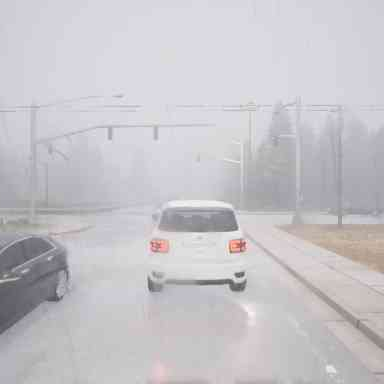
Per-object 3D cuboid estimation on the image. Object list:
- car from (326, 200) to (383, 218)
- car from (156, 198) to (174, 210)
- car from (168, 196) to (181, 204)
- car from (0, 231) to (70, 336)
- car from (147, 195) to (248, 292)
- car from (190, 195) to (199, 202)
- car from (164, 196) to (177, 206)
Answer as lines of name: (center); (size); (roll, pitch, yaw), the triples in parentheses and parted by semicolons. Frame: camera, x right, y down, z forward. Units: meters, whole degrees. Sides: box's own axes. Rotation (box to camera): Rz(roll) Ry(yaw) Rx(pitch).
car: (14.941, 1.518, 30.488); (4.902, 1.511, 2.128); (0, 0, 1)
car: (-3.584, 1.547, 44.939); (2.033, 1.411, 5.357); (0, 0, 0)
car: (-3.422, 1.491, 65.392); (2.128, 1.511, 4.902); (0, 0, 1)
car: (-3.602, 1.500, 5.505); (1.837, 1.490, 4.892); (0, 0, 0)
car: (0.068, 1.218, 9.086); (2.150, 2.045, 5.566); (0, 0, -2)
car: (0.593, 1.525, 81.687); (2.128, 1.511, 4.902); (0, 0, 2)
car: (-3.556, 1.505, 55.126); (1.837, 1.490, 4.892); (0, 0, 0)
